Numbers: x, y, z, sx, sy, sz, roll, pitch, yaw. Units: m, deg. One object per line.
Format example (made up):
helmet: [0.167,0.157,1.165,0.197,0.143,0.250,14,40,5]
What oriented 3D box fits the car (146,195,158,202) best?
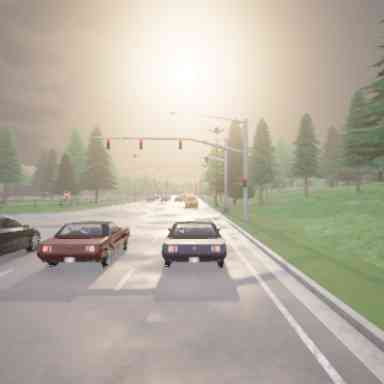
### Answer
car: [-10.483,1.738,84.662,2.033,1.411,5.357,0,0,0]

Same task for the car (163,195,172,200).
car: [-6.981,1.603,95.082,2.033,1.411,5.357,0,0,0]

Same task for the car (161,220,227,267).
car: [0.078,1.629,11.562,1.895,1.301,4.718,0,0,0]

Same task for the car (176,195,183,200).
car: [-3.481,1.587,95.081,1.812,1.442,4.674,0,0,0]

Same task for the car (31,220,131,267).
car: [-3.422,1.629,11.567,1.895,1.301,4.718,0,0,0]

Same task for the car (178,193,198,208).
car: [-0.368,1.094,50.646,1.882,1.535,5.008,-4,20,-11]

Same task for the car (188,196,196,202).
car: [0.017,1.751,85.077,1.994,1.385,4.181,0,0,0]

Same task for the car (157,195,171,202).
car: [-6.983,1.737,84.661,2.033,1.411,5.357,0,0,0]

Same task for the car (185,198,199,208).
car: [0.013,1.716,54.040,2.033,1.411,5.357,0,1,0]

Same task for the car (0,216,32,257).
car: [-6.925,1.533,11.268,1.837,1.490,4.892,0,0,0]

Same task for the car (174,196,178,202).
car: [-3.483,1.752,85.077,1.994,1.385,4.181,0,0,0]
